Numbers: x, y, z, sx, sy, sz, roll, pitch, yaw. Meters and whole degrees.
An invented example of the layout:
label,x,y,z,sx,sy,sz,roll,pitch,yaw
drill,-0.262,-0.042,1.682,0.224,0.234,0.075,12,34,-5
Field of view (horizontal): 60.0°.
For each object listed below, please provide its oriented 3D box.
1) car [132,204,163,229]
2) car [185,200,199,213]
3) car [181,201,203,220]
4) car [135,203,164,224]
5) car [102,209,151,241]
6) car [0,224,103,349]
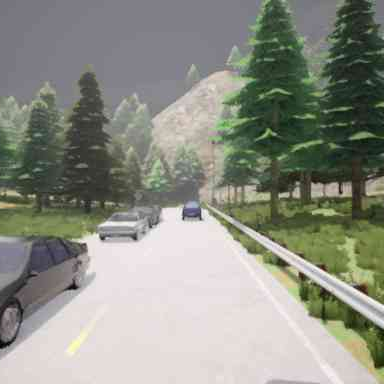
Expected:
label,x,y,z,sx,sy,sz,roll,pitch,yaw
car,-3.496,1.680,23.667,2.033,1.411,5.357,0,1,0
car,0.044,1.950,45.619,1.882,1.535,5.008,0,0,1
car,0.008,1.807,31.728,1.882,1.535,5.008,0,0,0
car,-3.559,1.807,28.696,1.837,1.490,4.892,0,0,0
car,-3.593,1.787,17.954,1.895,1.301,4.718,0,-1,0
car,-3.595,1.617,6.640,2.033,1.411,5.357,0,-1,0
